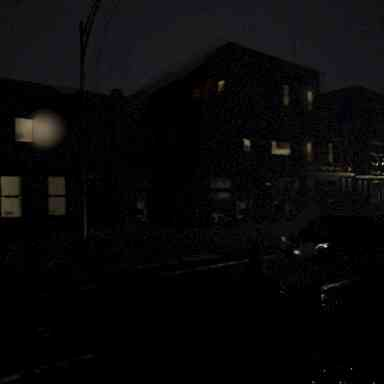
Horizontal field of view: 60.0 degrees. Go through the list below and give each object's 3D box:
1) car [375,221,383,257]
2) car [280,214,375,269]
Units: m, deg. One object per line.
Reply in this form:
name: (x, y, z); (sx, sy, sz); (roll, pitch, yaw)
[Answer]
car: (7.260, 1.470, 8.862); (4.902, 1.511, 2.128); (0, 0, -35)
car: (5.018, 1.505, 11.255); (4.674, 1.442, 1.812); (0, 0, -35)
